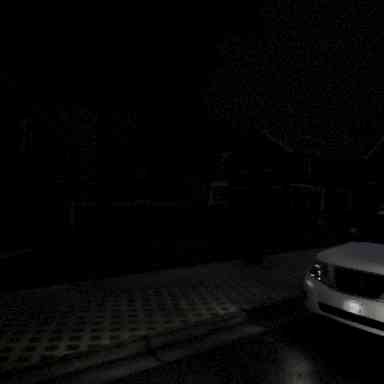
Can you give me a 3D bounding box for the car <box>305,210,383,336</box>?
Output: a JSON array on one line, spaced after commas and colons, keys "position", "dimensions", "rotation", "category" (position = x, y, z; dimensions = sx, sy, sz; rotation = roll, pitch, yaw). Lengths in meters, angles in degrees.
[{"position": [4.534, 1.297, 6.243], "dimensions": [5.566, 2.045, 2.150], "rotation": [1, 0, -35], "category": "car"}]
